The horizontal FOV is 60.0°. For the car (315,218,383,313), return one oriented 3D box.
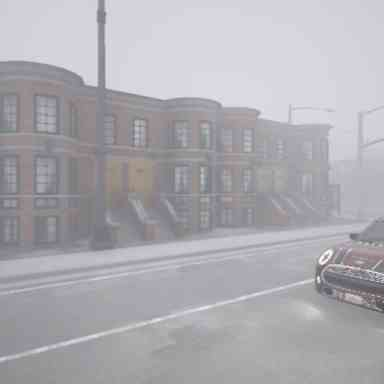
[{"bbox_3d":[4.772,1.341,7.348,4.553,1.767,2.097,0,0,-35],"label":"car"}]
